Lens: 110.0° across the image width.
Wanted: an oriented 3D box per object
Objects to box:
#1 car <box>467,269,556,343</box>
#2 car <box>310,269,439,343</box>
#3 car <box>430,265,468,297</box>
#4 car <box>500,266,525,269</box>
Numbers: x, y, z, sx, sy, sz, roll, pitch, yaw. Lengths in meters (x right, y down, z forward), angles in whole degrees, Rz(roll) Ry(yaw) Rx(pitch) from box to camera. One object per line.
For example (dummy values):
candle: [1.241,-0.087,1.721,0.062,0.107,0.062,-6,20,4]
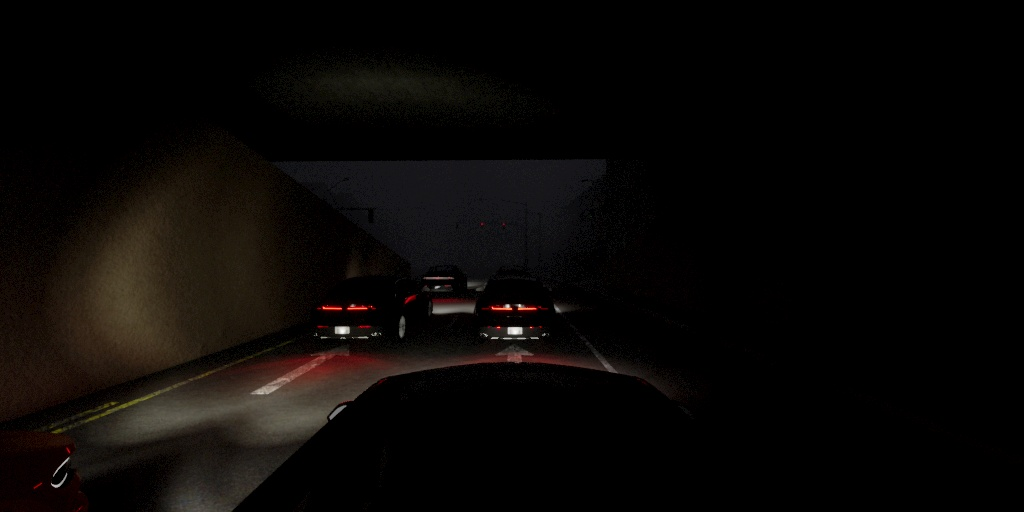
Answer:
car: [0.053,1.255,9.620,1.837,1.490,4.892,0,0,0]
car: [-3.448,1.255,9.677,1.837,1.490,4.892,0,0,0]
car: [-3.484,1.242,18.994,2.128,1.511,4.902,0,0,-1]
car: [0.012,1.255,19.030,1.837,1.490,4.892,0,0,0]
